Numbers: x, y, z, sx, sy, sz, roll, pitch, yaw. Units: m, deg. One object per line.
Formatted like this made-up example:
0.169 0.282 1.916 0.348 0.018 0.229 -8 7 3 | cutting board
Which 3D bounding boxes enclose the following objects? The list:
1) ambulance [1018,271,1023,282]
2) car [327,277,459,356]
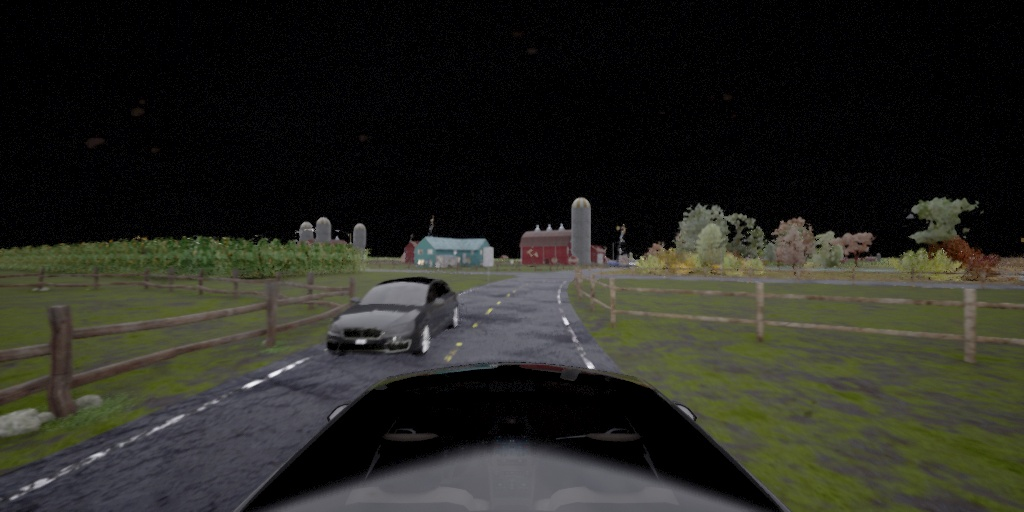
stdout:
44.786 1.304 27.853 6.366 2.431 2.351 0 0 29 | ambulance
-2.566 1.311 8.862 1.837 1.490 4.892 0 -1 4 | car
